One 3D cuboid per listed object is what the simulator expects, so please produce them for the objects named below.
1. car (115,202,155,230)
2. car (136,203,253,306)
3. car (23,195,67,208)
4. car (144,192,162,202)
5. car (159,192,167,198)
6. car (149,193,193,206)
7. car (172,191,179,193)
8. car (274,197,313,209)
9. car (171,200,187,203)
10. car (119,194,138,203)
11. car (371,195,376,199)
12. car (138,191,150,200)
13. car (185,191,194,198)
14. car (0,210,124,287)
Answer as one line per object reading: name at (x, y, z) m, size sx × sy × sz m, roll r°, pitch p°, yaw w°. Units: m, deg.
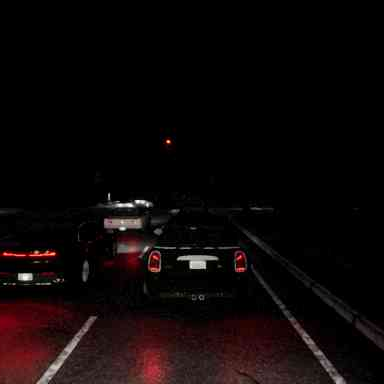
car at (-3.405, 1.487, 18.530) m, size 1.895 × 1.301 × 4.718 m, roll 0°, pitch 1°, yaw 0°
car at (0.101, 1.323, 8.152) m, size 2.097 × 1.767 × 4.553 m, roll 0°, pitch 0°, yaw 0°
car at (-18.069, 1.181, 40.983) m, size 4.902 × 1.511 × 2.128 m, roll 0°, pitch 1°, yaw -11°
car at (-7.094, 1.116, 60.600) m, size 1.895 × 1.301 × 4.718 m, roll 0°, pitch 1°, yaw 0°
car at (-7.667, 0.686, 88.205) m, size 2.033 × 1.411 × 5.357 m, roll 0°, pitch 1°, yaw -3°
car at (-2.570, 1.183, 39.214) m, size 1.882 × 1.535 × 5.008 m, roll -2°, pitch 1°, yaw -43°
car at (-4.014, 0.692, 85.661) m, size 1.837 × 1.490 × 4.892 m, roll 0°, pitch 1°, yaw -4°
car at (12.191, 1.306, 39.206) m, size 4.718 × 1.301 × 1.895 m, roll 0°, pitch 1°, yaw -3°
car at (0.089, 1.388, 17.348) m, size 2.128 × 1.511 × 4.902 m, roll 0°, pitch 0°, yaw 1°
car at (-10.605, 1.174, 54.398) m, size 1.895 × 1.301 × 4.718 m, roll 0°, pitch 1°, yaw 0°
car at (23.398, 0.920, 39.841) m, size 5.566 × 2.045 × 2.150 m, roll 0°, pitch 1°, yaw -3°
car at (-10.552, 0.947, 69.391) m, size 2.128 × 1.511 × 4.902 m, roll 0°, pitch 1°, yaw -1°
car at (-0.539, 0.707, 86.157) m, size 1.812 × 1.442 × 4.674 m, roll 0°, pitch 1°, yaw -4°
car at (-3.400, 1.468, 9.210) m, size 1.837 × 1.490 × 4.892 m, roll 0°, pitch 0°, yaw 0°
